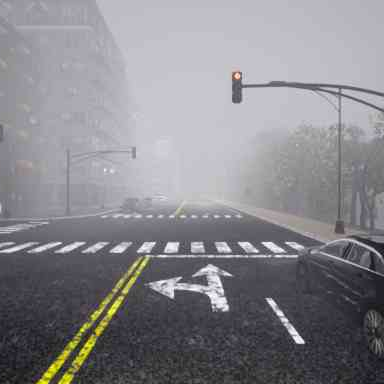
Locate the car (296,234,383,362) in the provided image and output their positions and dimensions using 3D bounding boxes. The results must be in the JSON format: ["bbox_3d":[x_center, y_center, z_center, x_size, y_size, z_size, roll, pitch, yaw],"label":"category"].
[{"bbox_3d":[3.346,1.491,5.862,2.128,1.511,4.902,0,0,-1],"label":"car"}]

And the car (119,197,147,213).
[{"bbox_3d":[-6.633,1.356,37.012,2.097,1.767,4.553,0,0,0],"label":"car"}]

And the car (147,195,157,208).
[{"bbox_3d":[-6.639,1.536,49.191,1.812,1.442,4.674,0,0,0],"label":"car"}]

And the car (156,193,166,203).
[{"bbox_3d":[-6.574,1.247,68.464,2.150,2.045,5.566,0,0,0],"label":"car"}]
